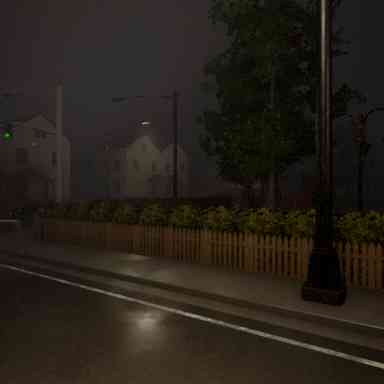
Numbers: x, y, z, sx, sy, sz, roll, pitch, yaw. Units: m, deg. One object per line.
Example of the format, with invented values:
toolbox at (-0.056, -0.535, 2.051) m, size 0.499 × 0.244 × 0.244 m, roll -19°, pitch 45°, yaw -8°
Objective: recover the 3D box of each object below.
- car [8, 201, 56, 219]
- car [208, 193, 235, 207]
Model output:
car at (-13.661, 1.535, 29.430) m, size 1.812 × 1.442 × 4.674 m, roll 0°, pitch 0°, yaw 35°
car at (4.302, 1.230, 48.809) m, size 2.150 × 2.045 × 5.566 m, roll 0°, pitch 0°, yaw 35°
